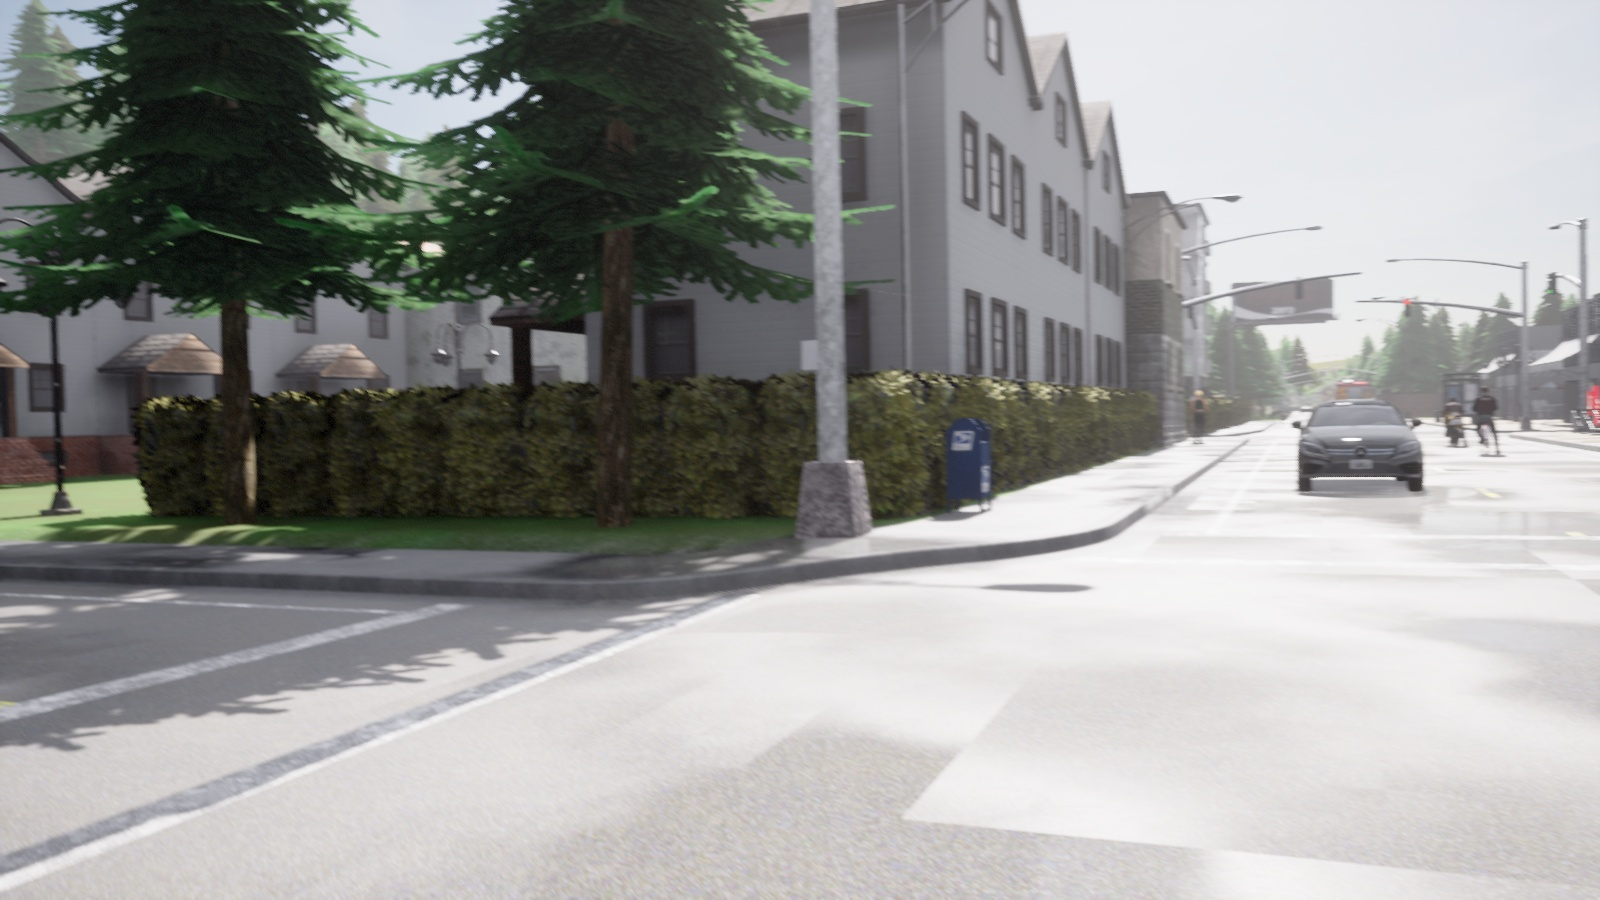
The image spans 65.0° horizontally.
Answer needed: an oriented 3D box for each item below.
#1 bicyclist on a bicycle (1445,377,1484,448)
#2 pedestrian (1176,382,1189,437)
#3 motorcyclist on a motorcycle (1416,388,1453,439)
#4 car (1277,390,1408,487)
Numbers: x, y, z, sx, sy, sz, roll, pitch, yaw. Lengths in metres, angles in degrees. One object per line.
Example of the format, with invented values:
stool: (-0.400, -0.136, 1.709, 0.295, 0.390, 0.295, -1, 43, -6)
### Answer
bicyclist on a bicycle: (17.084, -0.973, 32.317, 0.659, 1.776, 1.843, -1, 2, 21)
pedestrian: (13.107, -1.388, 43.047, 0.345, 1.836, 0.594, -1, 2, 21)
motorcyclist on a motorcycle: (19.560, -1.126, 38.728, 0.797, 1.523, 2.044, -1, 2, 21)
car: (9.089, -0.251, 21.310, 1.812, 1.442, 4.674, -1, 2, 21)
